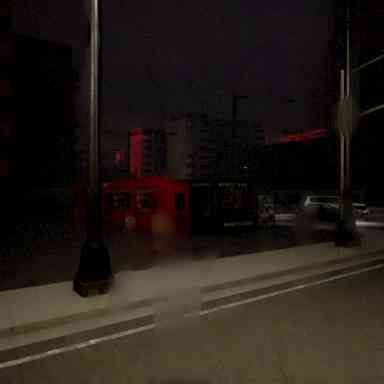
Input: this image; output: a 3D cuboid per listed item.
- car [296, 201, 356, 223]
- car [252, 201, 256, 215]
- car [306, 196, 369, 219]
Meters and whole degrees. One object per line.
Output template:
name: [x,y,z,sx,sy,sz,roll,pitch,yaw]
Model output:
car: [10.565,1.667,27.023,1.994,1.385,4.181,0,-1,-36]
car: [5.385,1.685,34.184,1.882,1.535,5.008,0,-1,-36]
car: [12.785,1.339,29.932,2.150,2.045,5.566,0,-1,-36]
